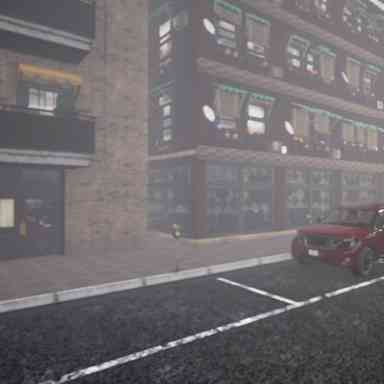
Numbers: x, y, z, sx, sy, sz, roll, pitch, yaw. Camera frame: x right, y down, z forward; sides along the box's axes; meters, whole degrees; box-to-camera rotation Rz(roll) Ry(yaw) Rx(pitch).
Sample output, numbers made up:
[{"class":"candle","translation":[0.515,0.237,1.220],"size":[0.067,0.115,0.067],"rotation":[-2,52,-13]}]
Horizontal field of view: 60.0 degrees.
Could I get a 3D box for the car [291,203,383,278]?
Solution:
[{"class":"car","translation":[5.291,1.305,10.341],"size":[5.009,1.841,2.192],"rotation":[0,0,-36]}]
